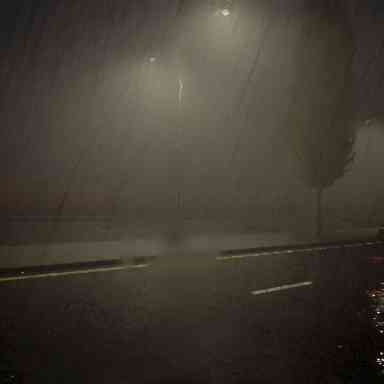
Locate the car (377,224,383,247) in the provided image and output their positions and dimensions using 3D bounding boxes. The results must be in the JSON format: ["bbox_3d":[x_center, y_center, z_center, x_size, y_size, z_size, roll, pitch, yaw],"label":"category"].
[{"bbox_3d":[10.758,1.931,15.764,4.902,1.511,2.128,2,0,-33],"label":"car"}]
